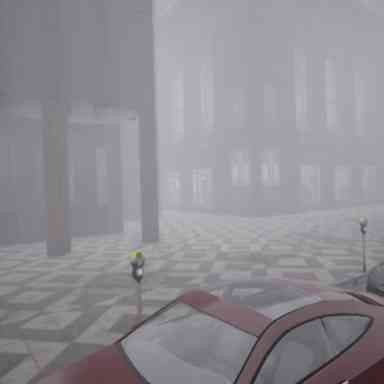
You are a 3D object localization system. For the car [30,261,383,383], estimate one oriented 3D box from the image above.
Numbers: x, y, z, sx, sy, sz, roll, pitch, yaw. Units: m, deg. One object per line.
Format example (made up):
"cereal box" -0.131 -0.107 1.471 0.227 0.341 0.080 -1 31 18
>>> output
"car" 0.381 1.520 2.809 4.206 1.307 1.802 -2 1 -36
